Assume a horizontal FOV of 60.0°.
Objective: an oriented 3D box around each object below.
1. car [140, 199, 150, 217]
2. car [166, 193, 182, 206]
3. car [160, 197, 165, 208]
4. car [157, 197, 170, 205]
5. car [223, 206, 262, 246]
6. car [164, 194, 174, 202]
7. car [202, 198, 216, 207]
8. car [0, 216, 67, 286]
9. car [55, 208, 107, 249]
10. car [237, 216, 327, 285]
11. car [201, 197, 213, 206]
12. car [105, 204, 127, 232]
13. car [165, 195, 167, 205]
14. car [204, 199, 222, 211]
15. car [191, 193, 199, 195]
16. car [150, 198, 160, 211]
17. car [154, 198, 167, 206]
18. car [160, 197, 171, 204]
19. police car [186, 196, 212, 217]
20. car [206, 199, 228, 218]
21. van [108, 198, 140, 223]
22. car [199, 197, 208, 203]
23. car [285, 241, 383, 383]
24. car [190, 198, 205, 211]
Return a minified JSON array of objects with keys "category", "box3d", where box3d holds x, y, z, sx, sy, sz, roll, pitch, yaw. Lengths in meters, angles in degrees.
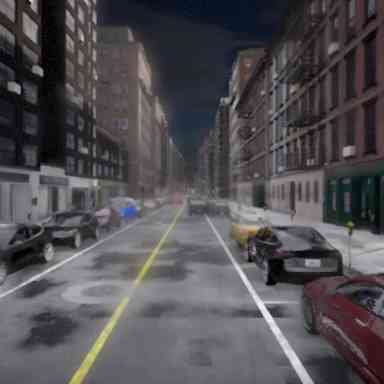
[{"category":"car","box3d":[-5.404,1.490,30.981,1.967,1.590,4.097,0,0,0]},{"category":"car","box3d":[-2.833,1.310,57.815,2.150,2.045,5.566,0,0,1]},{"category":"car","box3d":[-5.413,1.639,47.218,1.947,1.339,4.313,0,0,0]},{"category":"car","box3d":[-5.421,1.645,63.457,2.008,1.369,4.403,0,0,0]},{"category":"car","box3d":[2.629,1.551,14.908,1.752,1.417,4.829,0,0,0]},{"category":"car","box3d":[-5.429,1.423,79.695,2.192,1.841,5.009,0,0,0]},{"category":"car","box3d":[2.610,1.648,52.626,1.947,1.339,4.313,0,0,0]},{"category":"car","box3d":[-5.393,1.582,9.330,1.947,1.339,4.313,0,0,0]},{"category":"car","box3d":[-5.396,1.591,14.743,1.947,1.339,4.313,0,0,0]},{"category":"car","box3d":[2.632,1.583,9.325,1.947,1.339,4.313,0,0,0]},{"category":"car","box3d":[2.607,1.655,58.039,1.947,1.339,4.313,0,0,0]},{"category":"car","box3d":[-5.399,1.616,20.156,1.802,1.307,4.206,0,0,0]},{"category":"car","box3d":[-5.415,1.607,52.461,1.752,1.417,4.829,0,0,0]},{"category":"car","box3d":[2.615,1.617,41.801,2.008,1.369,4.403,0,0,0]},{"category":"car","box3d":[-0.035,1.547,68.377,1.837,1.490,4.892,0,0,0]},{"category":"car","box3d":[-5.410,1.591,41.636,1.752,1.417,4.829,0,0,0]},{"category":"car","box3d":[-5.418,1.671,58.044,1.802,1.307,4.206,0,0,0]},{"category":"car","box3d":[-5.423,1.650,68.870,2.008,1.369,4.403,0,0,0]},{"category":"police car","box3d":[0.505,1.478,32.536,1.930,1.638,5.238,0,0,-5]},{"category":"car","box3d":[2.621,1.601,30.976,2.008,1.369,4.403,0,0,0]},{"category":"van","box3d":[-5.402,1.383,25.568,1.690,1.788,3.998,0,0,0]},{"category":"car","box3d":[2.599,1.686,74.277,1.802,1.307,4.206,0,0,0]},{"category":"car","box3d":[2.635,1.589,3.912,1.802,1.307,4.206,0,0,0]},{"category":"car","box3d":[0.693,1.572,42.504,1.837,1.490,4.892,0,0,0]}]
